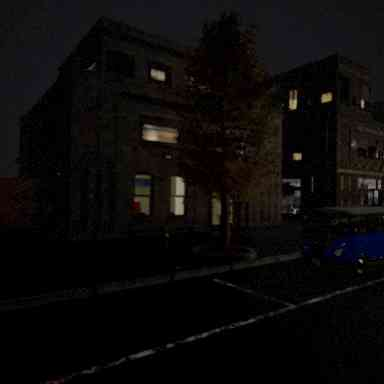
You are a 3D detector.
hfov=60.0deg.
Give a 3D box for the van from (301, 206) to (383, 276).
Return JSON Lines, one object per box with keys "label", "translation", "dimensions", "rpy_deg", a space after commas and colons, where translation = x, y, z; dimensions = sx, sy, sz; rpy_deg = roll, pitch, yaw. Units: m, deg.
{"label": "van", "translation": [5.050, 1.353, 10.145], "dimensions": [3.998, 1.788, 1.690], "rpy_deg": [0, 1, -35]}
